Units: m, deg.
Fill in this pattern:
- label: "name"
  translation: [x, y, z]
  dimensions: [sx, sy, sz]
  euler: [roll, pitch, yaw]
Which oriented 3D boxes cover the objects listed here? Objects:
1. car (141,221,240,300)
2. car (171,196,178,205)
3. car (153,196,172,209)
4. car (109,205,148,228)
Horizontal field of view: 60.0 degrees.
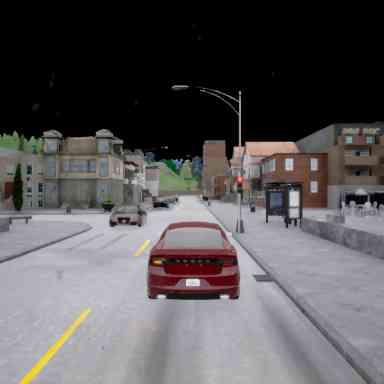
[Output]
- label: "car"
  translation: [0.049, 1.478, 8.455]
  dimensions: [1.882, 1.535, 5.008]
  euler: [0, 0, 1]
- label: "car"
  translation: [-4.076, 1.507, 60.775]
  dimensions: [1.837, 1.490, 4.892]
  euler: [0, 0, 0]
- label: "car"
  translation: [-4.104, 1.601, 44.725]
  dimensions: [1.895, 1.301, 4.718]
  euler: [0, 0, 0]
- label: "car"
  translation: [-4.101, 1.564, 21.952]
  dimensions: [1.994, 1.385, 4.181]
  euler: [0, 0, 0]
